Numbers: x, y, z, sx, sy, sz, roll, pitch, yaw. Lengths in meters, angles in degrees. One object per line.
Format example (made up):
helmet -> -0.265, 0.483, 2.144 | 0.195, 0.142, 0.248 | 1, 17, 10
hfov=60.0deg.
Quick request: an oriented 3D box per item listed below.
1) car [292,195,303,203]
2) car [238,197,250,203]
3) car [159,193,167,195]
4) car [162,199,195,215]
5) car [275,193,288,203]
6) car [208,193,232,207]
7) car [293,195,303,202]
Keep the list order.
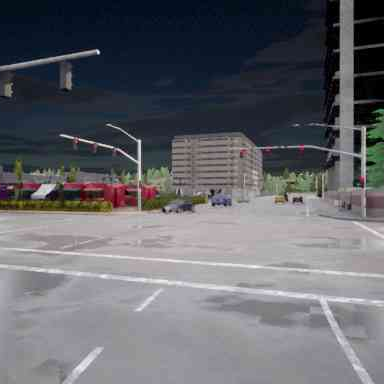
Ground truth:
car -> 21.483, 1.478, 67.604 | 1.882, 1.535, 5.008 | 0, 0, 19
car -> 10.700, 1.601, 68.593 | 1.895, 1.301, 4.718 | 0, 0, 19
car -> -7.924, 1.209, 81.463 | 4.605, 1.855, 1.932 | 0, 0, 19
car -> -1.314, 1.492, 34.723 | 2.128, 1.511, 4.902 | 0, 0, 26
car -> 18.270, 1.478, 69.010 | 1.882, 1.535, 5.008 | 0, 0, 19
car -> 4.584, 1.223, 50.951 | 2.150, 2.045, 5.566 | 0, 0, 19
car -> 24.780, 1.525, 77.346 | 2.128, 1.511, 4.902 | 0, 0, 19
